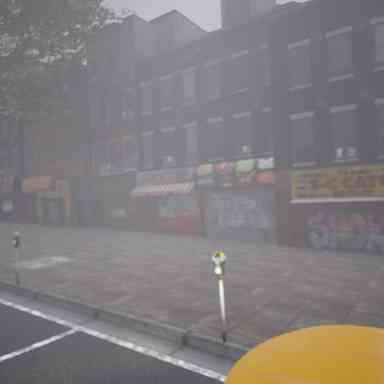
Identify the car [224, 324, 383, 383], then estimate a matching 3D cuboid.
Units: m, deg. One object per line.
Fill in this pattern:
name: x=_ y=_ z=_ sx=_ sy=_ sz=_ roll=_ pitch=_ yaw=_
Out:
car: x=2.476 y=1.460 z=1.547 sx=5.008 sy=1.535 sz=1.882 roll=-1 pitch=0 yaw=35
